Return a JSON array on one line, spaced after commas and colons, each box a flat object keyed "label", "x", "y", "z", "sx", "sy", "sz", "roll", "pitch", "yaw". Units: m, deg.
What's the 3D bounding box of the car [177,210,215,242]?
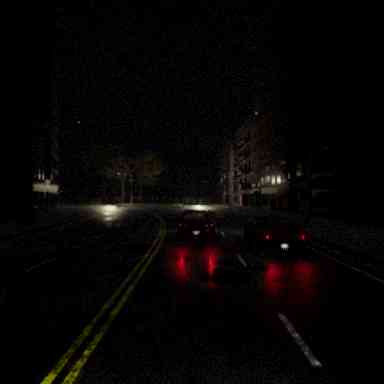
[{"label": "car", "x": 0.200, "y": 1.644, "z": 17.168, "sx": 1.812, "sy": 1.442, "sz": 4.674, "roll": 0, "pitch": 0, "yaw": 0}]

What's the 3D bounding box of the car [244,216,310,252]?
[{"label": "car", "x": 3.442, "y": 1.708, "z": 14.497, "sx": 1.895, "sy": 1.301, "sz": 4.718, "roll": 0, "pitch": 0, "yaw": 0}]
